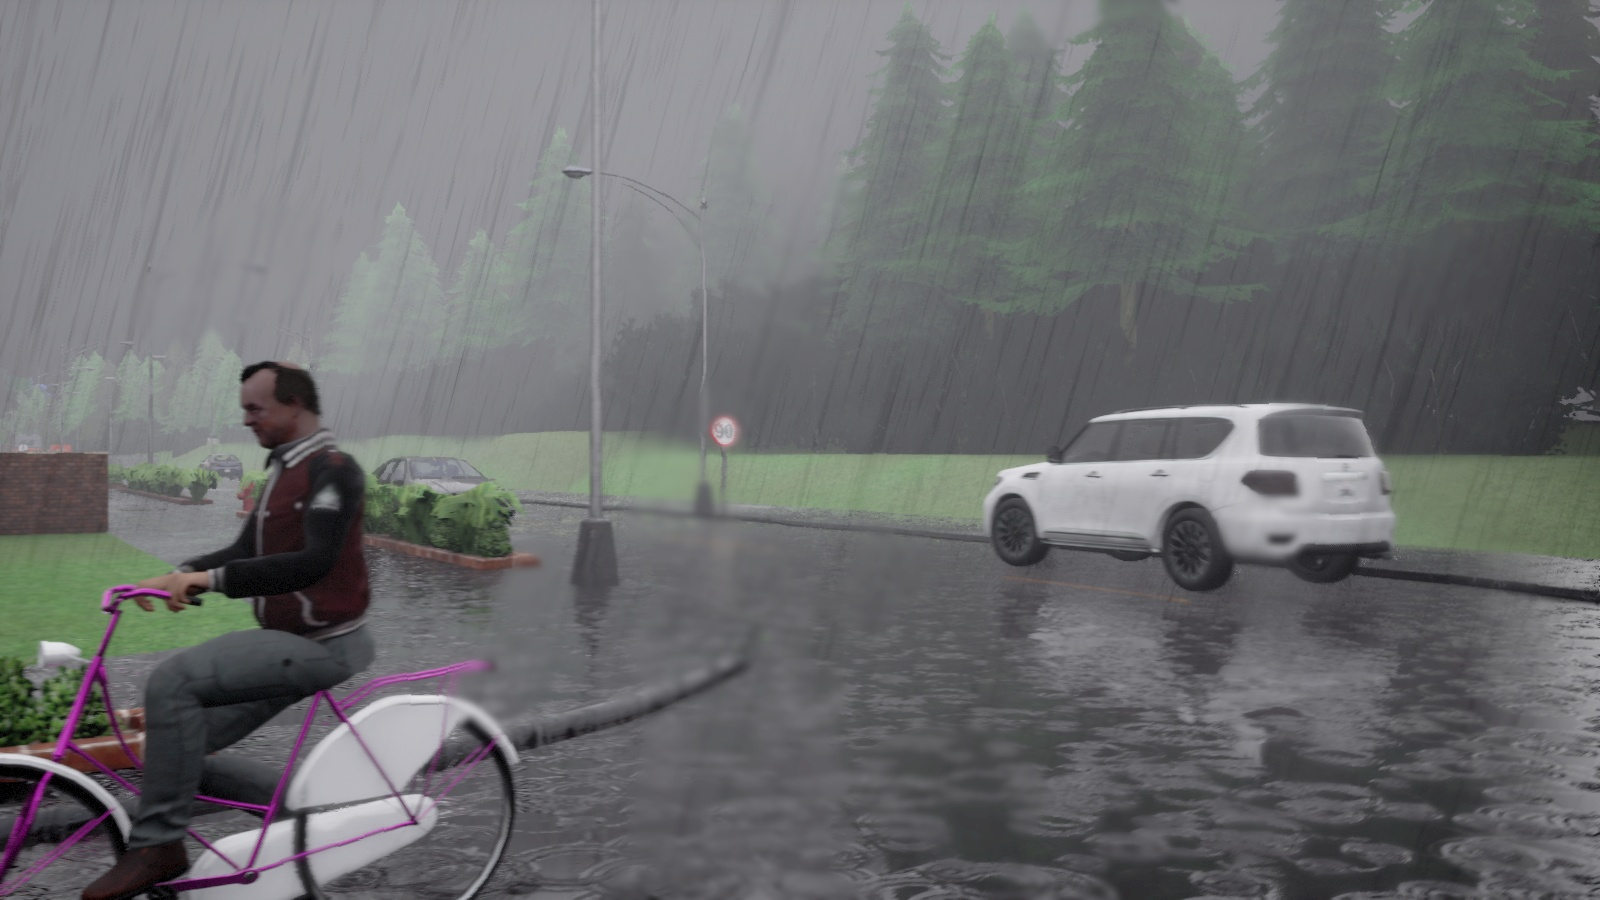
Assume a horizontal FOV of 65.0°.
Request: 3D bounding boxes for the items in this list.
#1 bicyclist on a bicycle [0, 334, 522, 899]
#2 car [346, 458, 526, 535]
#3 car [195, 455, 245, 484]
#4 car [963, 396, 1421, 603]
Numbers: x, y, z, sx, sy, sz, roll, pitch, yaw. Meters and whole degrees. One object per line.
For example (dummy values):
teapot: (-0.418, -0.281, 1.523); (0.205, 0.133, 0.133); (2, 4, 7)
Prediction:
bicyclist on a bicycle: (-1.748, 0.630, 3.390); (1.843, 1.776, 0.659); (0, -2, -40)
car: (-7.678, 0.888, 26.095); (2.033, 1.411, 5.357); (0, 0, -34)
car: (-31.446, 1.038, 68.039); (1.816, 1.474, 4.193); (0, 0, -34)
car: (4.428, 0.497, 15.395); (2.150, 2.045, 5.566); (0, 0, -26)
